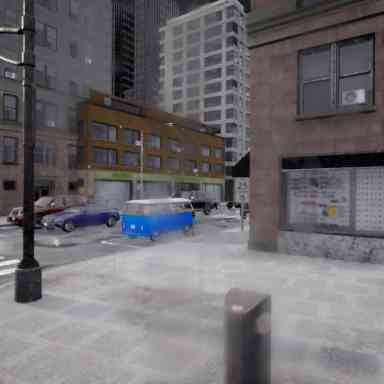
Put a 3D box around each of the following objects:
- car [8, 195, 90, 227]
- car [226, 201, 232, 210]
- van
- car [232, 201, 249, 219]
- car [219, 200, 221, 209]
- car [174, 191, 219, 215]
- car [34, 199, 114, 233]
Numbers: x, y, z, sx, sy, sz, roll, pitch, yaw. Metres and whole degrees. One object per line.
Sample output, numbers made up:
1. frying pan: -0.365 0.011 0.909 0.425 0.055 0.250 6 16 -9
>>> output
1. car: -8.368 1.123 20.344 2.192 1.841 5.009 1 1 35
2. car: 5.485 1.178 35.344 1.895 1.301 4.718 0 1 36
3. van: -1.406 1.208 15.425 1.690 1.788 3.998 1 1 35
4. car: 5.066 1.280 24.589 2.008 1.369 4.403 1 1 35
5. car: 1.341 1.167 34.091 1.947 1.339 4.313 1 2 35
6. car: -0.376 0.924 27.056 2.150 2.045 5.566 0 1 35
7. car: -6.145 1.351 18.898 1.812 1.442 4.674 0 1 35
